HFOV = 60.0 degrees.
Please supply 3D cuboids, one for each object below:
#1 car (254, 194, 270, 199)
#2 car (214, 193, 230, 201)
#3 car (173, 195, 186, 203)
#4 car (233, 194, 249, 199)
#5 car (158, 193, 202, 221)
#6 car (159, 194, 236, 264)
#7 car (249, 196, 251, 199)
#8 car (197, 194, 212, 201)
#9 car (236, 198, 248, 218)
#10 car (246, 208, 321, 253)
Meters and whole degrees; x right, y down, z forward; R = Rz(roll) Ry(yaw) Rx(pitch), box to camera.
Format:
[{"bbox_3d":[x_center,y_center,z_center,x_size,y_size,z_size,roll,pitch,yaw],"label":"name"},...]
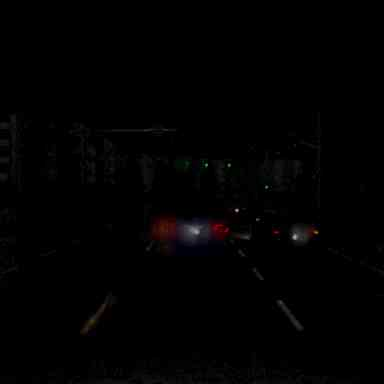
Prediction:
[{"bbox_3d":[19.001,1.365,90.952,5.357,1.411,2.033,0,0,-36],"label":"car"},{"bbox_3d":[7.563,1.194,83.905,2.097,1.767,4.553,0,0,35],"label":"car"},{"bbox_3d":[-2.510,1.346,68.660,1.882,1.535,5.008,0,0,9],"label":"car"},{"bbox_3d":[11.592,1.317,83.508,1.882,1.535,5.008,0,0,38],"label":"car"},{"bbox_3d":[-1.165,1.169,28.022,2.150,2.045,5.566,1,0,-19],"label":"car"},{"bbox_3d":[0.106,1.198,11.928,2.150,2.045,5.566,0,0,1],"label":"car"},{"bbox_3d":[14.141,1.348,91.459,4.674,1.442,1.812,0,0,-39],"label":"car"},{"bbox_3d":[3.087,1.363,83.382,1.812,1.442,4.674,0,0,28],"label":"car"},{"bbox_3d":[3.840,1.506,29.912,1.994,1.385,4.181,0,0,2],"label":"car"},{"bbox_3d":[3.625,1.537,13.511,1.994,1.385,4.181,0,0,1],"label":"car"}]
